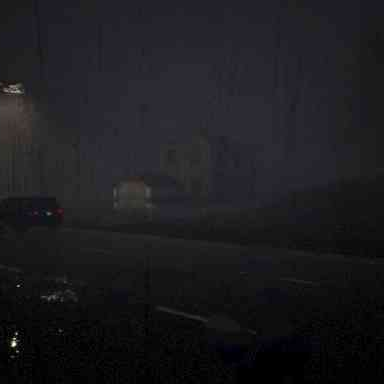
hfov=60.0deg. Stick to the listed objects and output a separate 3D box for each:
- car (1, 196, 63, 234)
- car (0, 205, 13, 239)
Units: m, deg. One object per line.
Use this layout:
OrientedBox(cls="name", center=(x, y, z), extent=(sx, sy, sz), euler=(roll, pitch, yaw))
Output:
OrientedBox(cls="car", center=(-9.995, 1.271, 19.722), extent=(5.566, 2.045, 2.150), euler=(0, 0, 36))
OrientedBox(cls="car", center=(-11.024, 1.523, 16.157), extent=(5.008, 1.535, 1.882), euler=(0, 0, 36))
